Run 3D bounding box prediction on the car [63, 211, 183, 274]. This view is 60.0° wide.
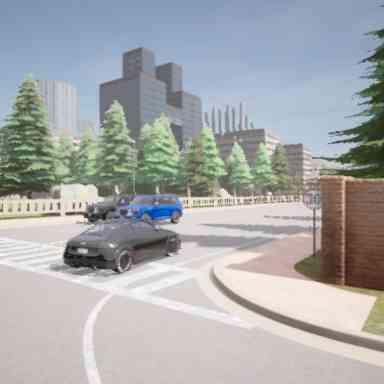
[{"bbox_3d":[-2.045,1.553,10.778,1.994,1.385,4.181,0,0,27],"label":"car"}]

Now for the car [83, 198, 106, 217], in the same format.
[{"bbox_3d":[-5.330,1.196,24.764,2.150,2.045,5.566,0,0,35],"label":"car"}]

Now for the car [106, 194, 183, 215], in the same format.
[{"bbox_3d":[-2.779,1.201,22.398,2.150,2.045,5.566,0,0,32],"label":"car"}]
